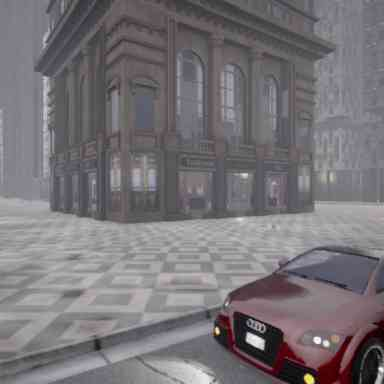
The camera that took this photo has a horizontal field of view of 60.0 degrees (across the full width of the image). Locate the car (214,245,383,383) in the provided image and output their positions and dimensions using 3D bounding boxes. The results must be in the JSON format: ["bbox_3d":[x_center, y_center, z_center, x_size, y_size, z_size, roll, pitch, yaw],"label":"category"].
[{"bbox_3d":[2.364,1.564,5.065,4.181,1.385,1.994,0,0,-36],"label":"car"}]
